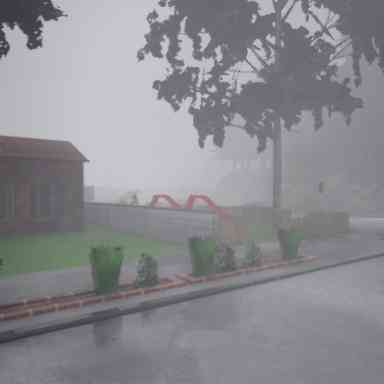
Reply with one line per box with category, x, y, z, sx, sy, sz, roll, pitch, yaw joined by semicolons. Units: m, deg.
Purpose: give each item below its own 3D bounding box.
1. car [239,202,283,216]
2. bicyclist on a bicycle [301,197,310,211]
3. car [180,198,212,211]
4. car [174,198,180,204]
car;6.674;1.630;33.067;1.895;1.301;4.718;0;0;-35
bicyclist on a bicycle;13.135;1.388;38.471;1.656;1.620;0.582;0;0;-35
car;0.881;1.631;41.216;1.895;1.301;4.718;0;0;-35
car;-1.503;1.583;51.618;2.033;1.411;5.357;0;0;-35
